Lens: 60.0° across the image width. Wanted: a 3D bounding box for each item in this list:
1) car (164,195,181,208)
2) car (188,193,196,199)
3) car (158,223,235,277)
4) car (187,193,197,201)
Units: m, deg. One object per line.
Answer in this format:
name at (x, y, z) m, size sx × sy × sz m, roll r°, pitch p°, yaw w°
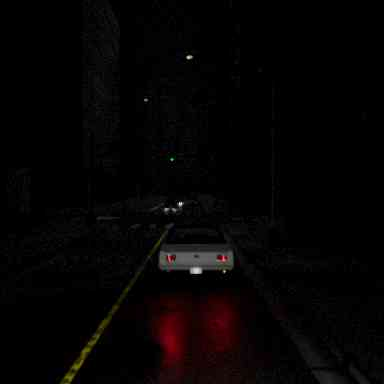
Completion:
car at (-3.074, 1.519, 49.393) m, size 2.033 × 1.411 × 5.357 m, roll 0°, pitch 0°, yaw 0°
car at (0.018, 1.013, 82.653) m, size 2.128 × 1.511 × 4.902 m, roll 0°, pitch 1°, yaw 0°
car at (0.106, 1.620, 10.263) m, size 1.895 × 1.301 × 4.718 m, roll 0°, pitch 0°, yaw 0°
car at (0.015, 1.106, 72.622) m, size 2.097 × 1.767 × 4.553 m, roll 0°, pitch 1°, yaw 0°
